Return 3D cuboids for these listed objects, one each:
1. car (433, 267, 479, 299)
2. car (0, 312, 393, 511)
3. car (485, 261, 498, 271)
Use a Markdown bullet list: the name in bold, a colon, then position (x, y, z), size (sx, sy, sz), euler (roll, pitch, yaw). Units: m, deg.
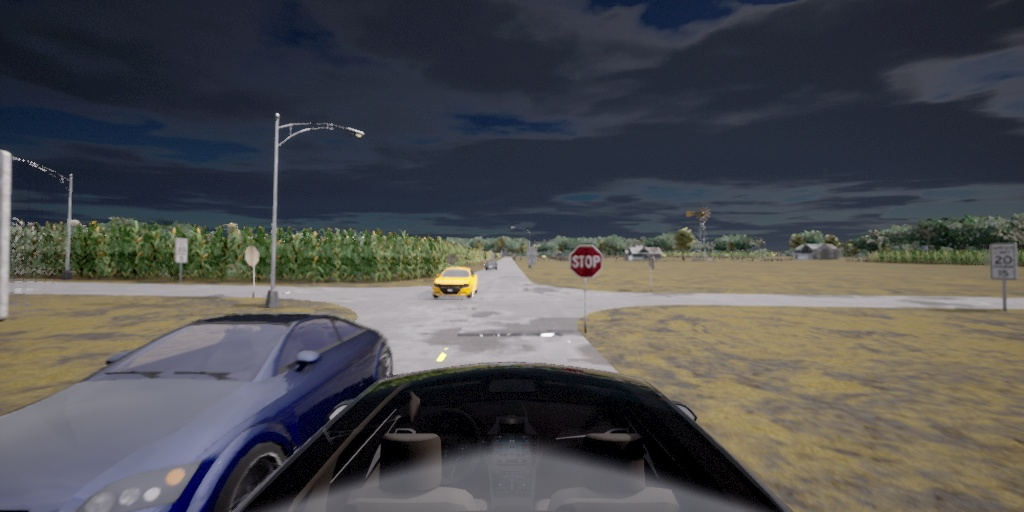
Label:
- **car**: position (-2.862, 1.337, 18.967), size (1.882, 1.535, 5.008), euler (1, -1, 0)
- **car**: position (-2.761, 1.331, 3.723), size (1.994, 1.385, 4.181), euler (0, 0, 0)
- **car**: position (-3.160, 1.502, 55.401), size (2.128, 1.511, 4.902), euler (0, 0, 0)
